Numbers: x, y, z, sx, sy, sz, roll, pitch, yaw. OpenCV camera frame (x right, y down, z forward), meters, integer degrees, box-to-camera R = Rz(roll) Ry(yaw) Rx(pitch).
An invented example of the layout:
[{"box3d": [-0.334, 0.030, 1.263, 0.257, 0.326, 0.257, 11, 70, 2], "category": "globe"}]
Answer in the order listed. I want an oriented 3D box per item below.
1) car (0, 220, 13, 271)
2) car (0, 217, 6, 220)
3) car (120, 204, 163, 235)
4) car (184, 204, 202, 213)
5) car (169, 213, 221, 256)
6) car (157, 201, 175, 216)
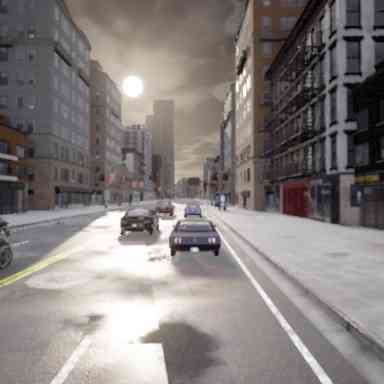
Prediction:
[{"box3d": [-6.593, 1.667, 8.678, 1.994, 1.385, 4.181, 0, -1, 0], "category": "car"}, {"box3d": [-9.832, 1.673, 14.362, 1.837, 1.490, 4.892, 0, -1, 0], "category": "car"}, {"box3d": [-3.149, 1.720, 20.706, 1.882, 1.535, 5.008, 0, -1, 0], "category": "car"}, {"box3d": [0.100, 1.962, 35.381, 2.033, 1.411, 5.357, 0, -1, 0], "category": "car"}, {"box3d": [0.101, 1.765, 13.942, 1.895, 1.301, 4.718, 0, -1, 0], "category": "car"}, {"box3d": [-3.149, 1.804, 38.504, 2.097, 1.767, 4.553, 0, -1, 0], "category": "car"}]
